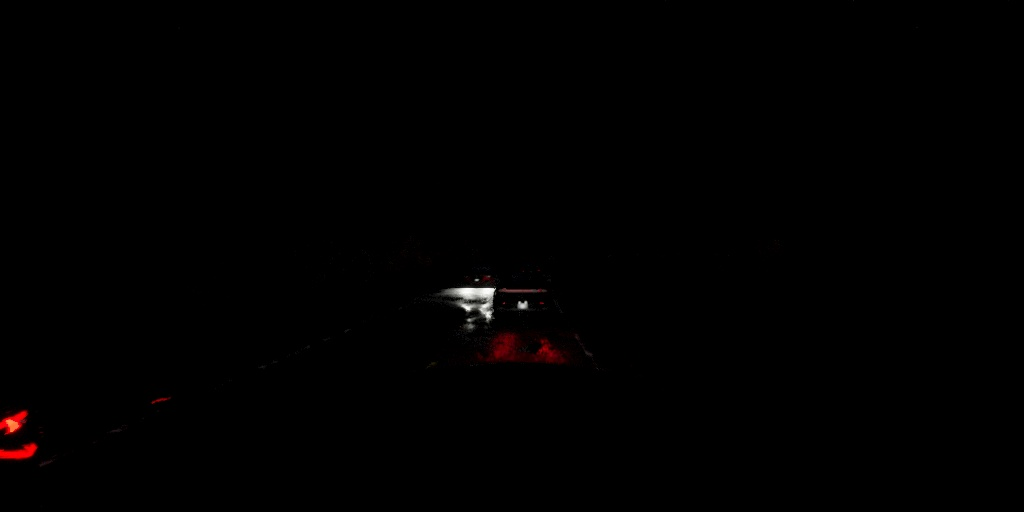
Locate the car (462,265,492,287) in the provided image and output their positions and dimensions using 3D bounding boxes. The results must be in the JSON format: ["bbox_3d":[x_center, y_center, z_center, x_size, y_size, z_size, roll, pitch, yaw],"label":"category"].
[{"bbox_3d":[-2.001,1.273,23.832,1.994,1.385,4.181,0,0,5],"label":"car"}]

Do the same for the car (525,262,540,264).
[{"bbox_3d":[1.803,1.246,31.616,2.033,1.411,5.357,0,0,6],"label":"car"}]

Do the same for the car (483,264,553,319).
[{"bbox_3d":[0.403,1.224,12.766,2.128,1.511,4.902,0,0,2],"label":"car"}]
